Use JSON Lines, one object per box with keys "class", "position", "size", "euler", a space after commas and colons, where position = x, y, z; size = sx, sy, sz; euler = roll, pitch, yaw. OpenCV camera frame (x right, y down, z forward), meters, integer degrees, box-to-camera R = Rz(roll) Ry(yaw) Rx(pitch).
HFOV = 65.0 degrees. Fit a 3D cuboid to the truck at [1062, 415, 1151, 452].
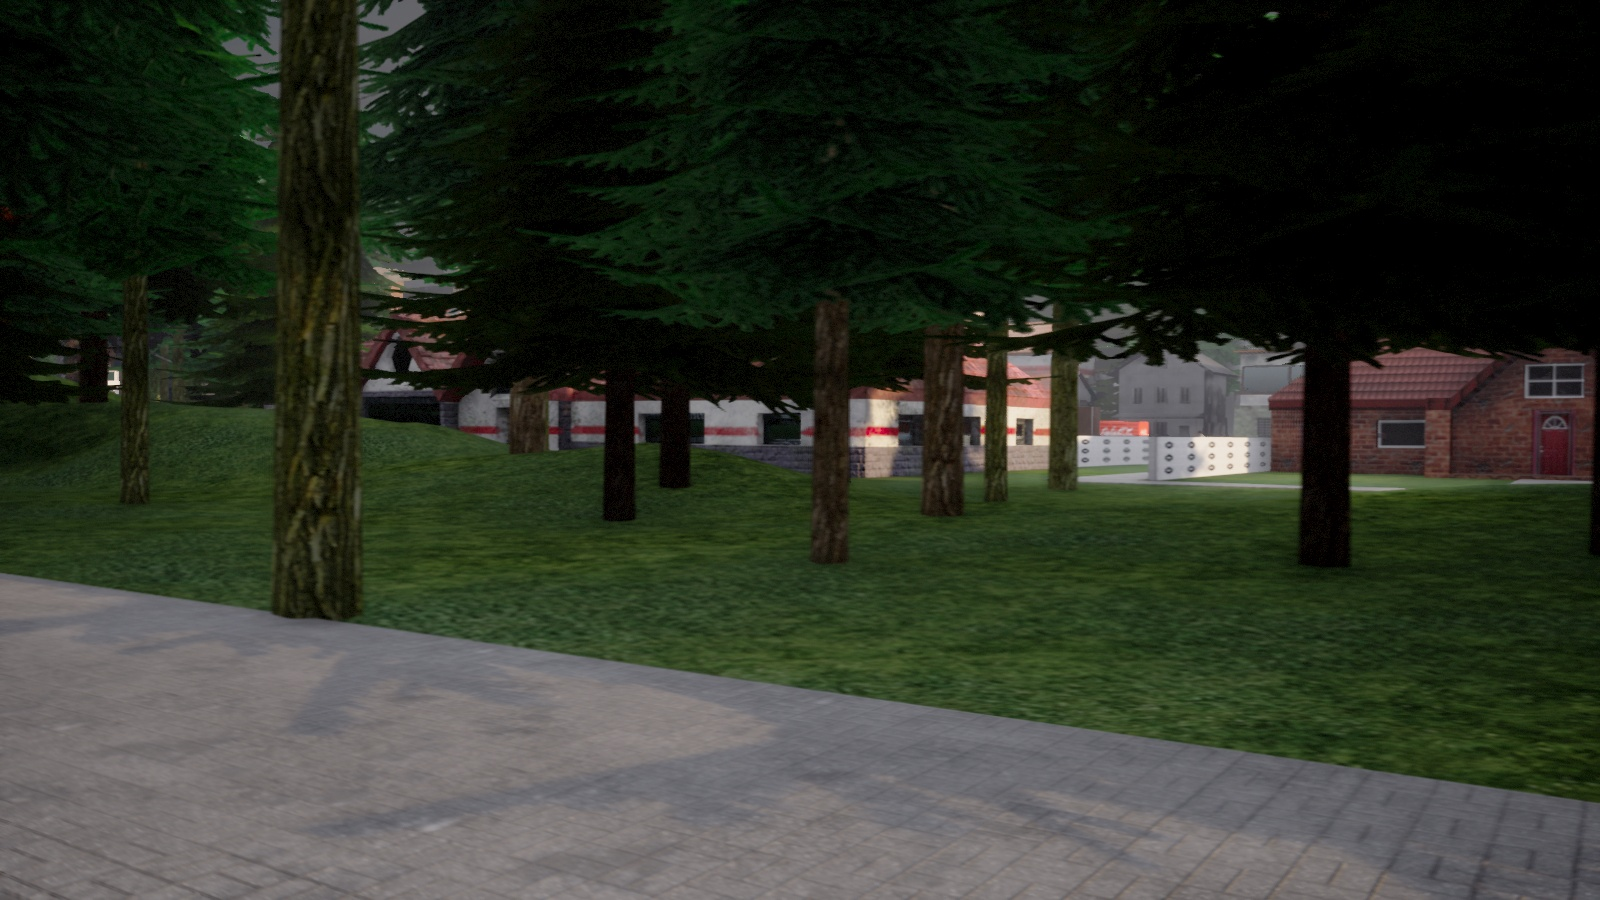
{"class": "truck", "position": [20.598, -1.093, 84.368], "size": [5.204, 2.467, 2.627], "euler": [0, 1, 34]}
